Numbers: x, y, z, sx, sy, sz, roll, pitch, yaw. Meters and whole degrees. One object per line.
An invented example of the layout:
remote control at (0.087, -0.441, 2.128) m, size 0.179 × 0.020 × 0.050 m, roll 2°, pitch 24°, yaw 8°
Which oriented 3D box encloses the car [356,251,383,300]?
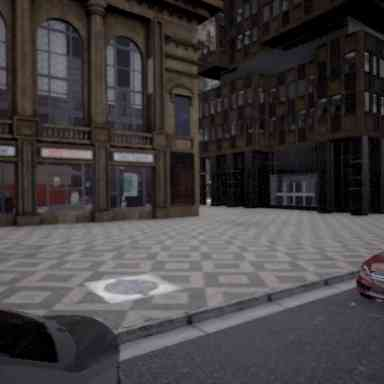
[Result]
car at (5.498, 1.526, 7.287) m, size 4.674 × 1.442 × 1.812 m, roll 0°, pitch 0°, yaw -36°

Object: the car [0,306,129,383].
car at (-2.653, 1.506, 1.482) m, size 4.892 × 1.490 × 1.837 m, roll 0°, pitch 0°, yaw -36°
